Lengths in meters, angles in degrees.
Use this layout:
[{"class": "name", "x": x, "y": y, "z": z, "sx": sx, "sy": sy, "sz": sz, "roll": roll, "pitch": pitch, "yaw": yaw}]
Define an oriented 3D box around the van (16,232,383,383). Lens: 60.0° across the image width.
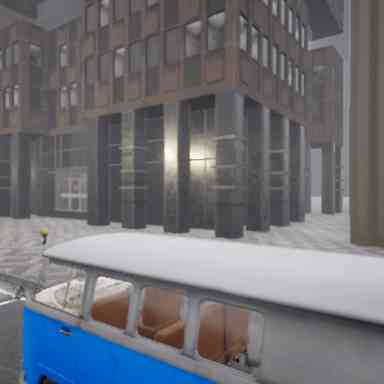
[{"class": "van", "x": 0.135, "y": 1.340, "z": 2.861, "sx": 3.998, "sy": 1.788, "sz": 1.690, "roll": 0, "pitch": 0, "yaw": 35}]
